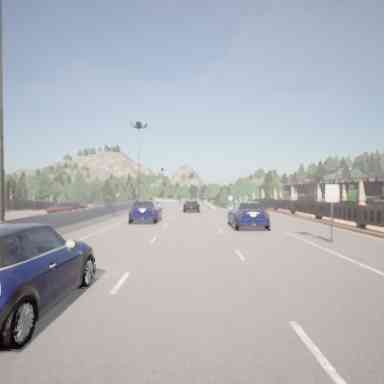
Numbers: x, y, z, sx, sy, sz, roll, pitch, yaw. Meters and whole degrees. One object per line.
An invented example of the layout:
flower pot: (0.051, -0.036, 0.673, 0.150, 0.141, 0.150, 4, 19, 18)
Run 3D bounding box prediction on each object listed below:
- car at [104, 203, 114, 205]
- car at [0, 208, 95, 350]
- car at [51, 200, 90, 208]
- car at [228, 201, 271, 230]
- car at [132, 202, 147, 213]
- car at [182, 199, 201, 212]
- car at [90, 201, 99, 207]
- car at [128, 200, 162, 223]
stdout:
car: (-14.280, 2.546, 58.031, 1.994, 1.385, 4.181, 0, -5, 0)
car: (-3.442, 1.360, 6.398, 2.097, 1.767, 4.553, 0, 0, 0)
car: (-10.709, 1.502, 28.496, 1.882, 1.535, 5.008, 0, 0, 0)
car: (3.515, 1.348, 21.238, 2.097, 1.767, 4.553, 0, 0, 0)
car: (-10.781, 3.208, 68.180, 2.150, 2.045, 5.566, 0, -6, 0)
car: (-0.057, 1.515, 38.546, 2.128, 1.511, 4.902, 0, -1, 0)
car: (-17.777, 2.342, 58.036, 2.097, 1.767, 4.553, 0, -5, 0)
car: (-3.502, 1.362, 25.635, 2.097, 1.767, 4.553, 0, 0, 0)
